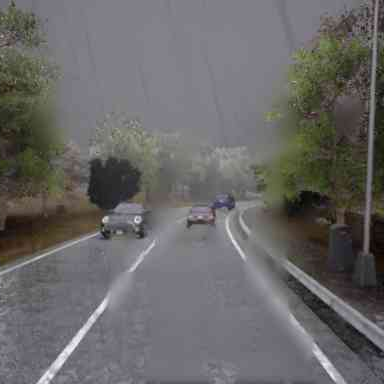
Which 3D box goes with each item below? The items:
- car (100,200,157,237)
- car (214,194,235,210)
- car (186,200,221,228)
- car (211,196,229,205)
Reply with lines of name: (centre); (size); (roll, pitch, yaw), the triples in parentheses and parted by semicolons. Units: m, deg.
car: (-3.220, 1.310, 17.660); (2.097, 1.767, 4.553); (0, 0, 4)
car: (4.219, 1.229, 42.673); (2.150, 2.045, 5.566); (1, 0, 14)
car: (0.718, 1.533, 22.060); (2.033, 1.411, 5.357); (0, 0, 5)
car: (4.931, 1.516, 57.369); (1.994, 1.385, 4.181); (2, 1, 21)
